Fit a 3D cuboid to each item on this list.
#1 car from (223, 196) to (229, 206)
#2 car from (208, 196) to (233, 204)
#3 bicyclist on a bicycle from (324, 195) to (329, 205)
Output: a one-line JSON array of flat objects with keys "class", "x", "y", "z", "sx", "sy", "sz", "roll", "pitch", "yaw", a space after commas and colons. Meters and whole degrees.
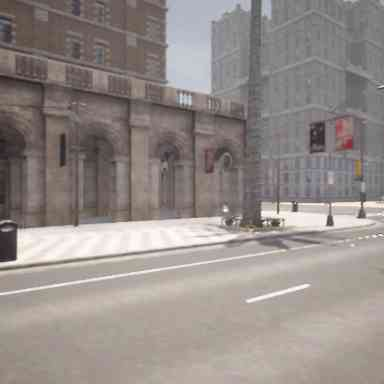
[{"class": "car", "x": 7.041, "y": 1.585, "z": 52.942, "sx": 1.994, "sy": 1.385, "sz": 4.181, "roll": 0, "pitch": 0, "yaw": -36}, {"class": "car", "x": 5.640, "y": 1.575, "z": 67.020, "sx": 2.033, "sy": 1.411, "sz": 5.357, "roll": 0, "pitch": 0, "yaw": -36}, {"class": "bicyclist on a bicycle", "x": 22.709, "y": 1.330, "z": 55.945, "sx": 1.656, "sy": 1.620, "sz": 0.582, "roll": 0, "pitch": 0, "yaw": -36}]
